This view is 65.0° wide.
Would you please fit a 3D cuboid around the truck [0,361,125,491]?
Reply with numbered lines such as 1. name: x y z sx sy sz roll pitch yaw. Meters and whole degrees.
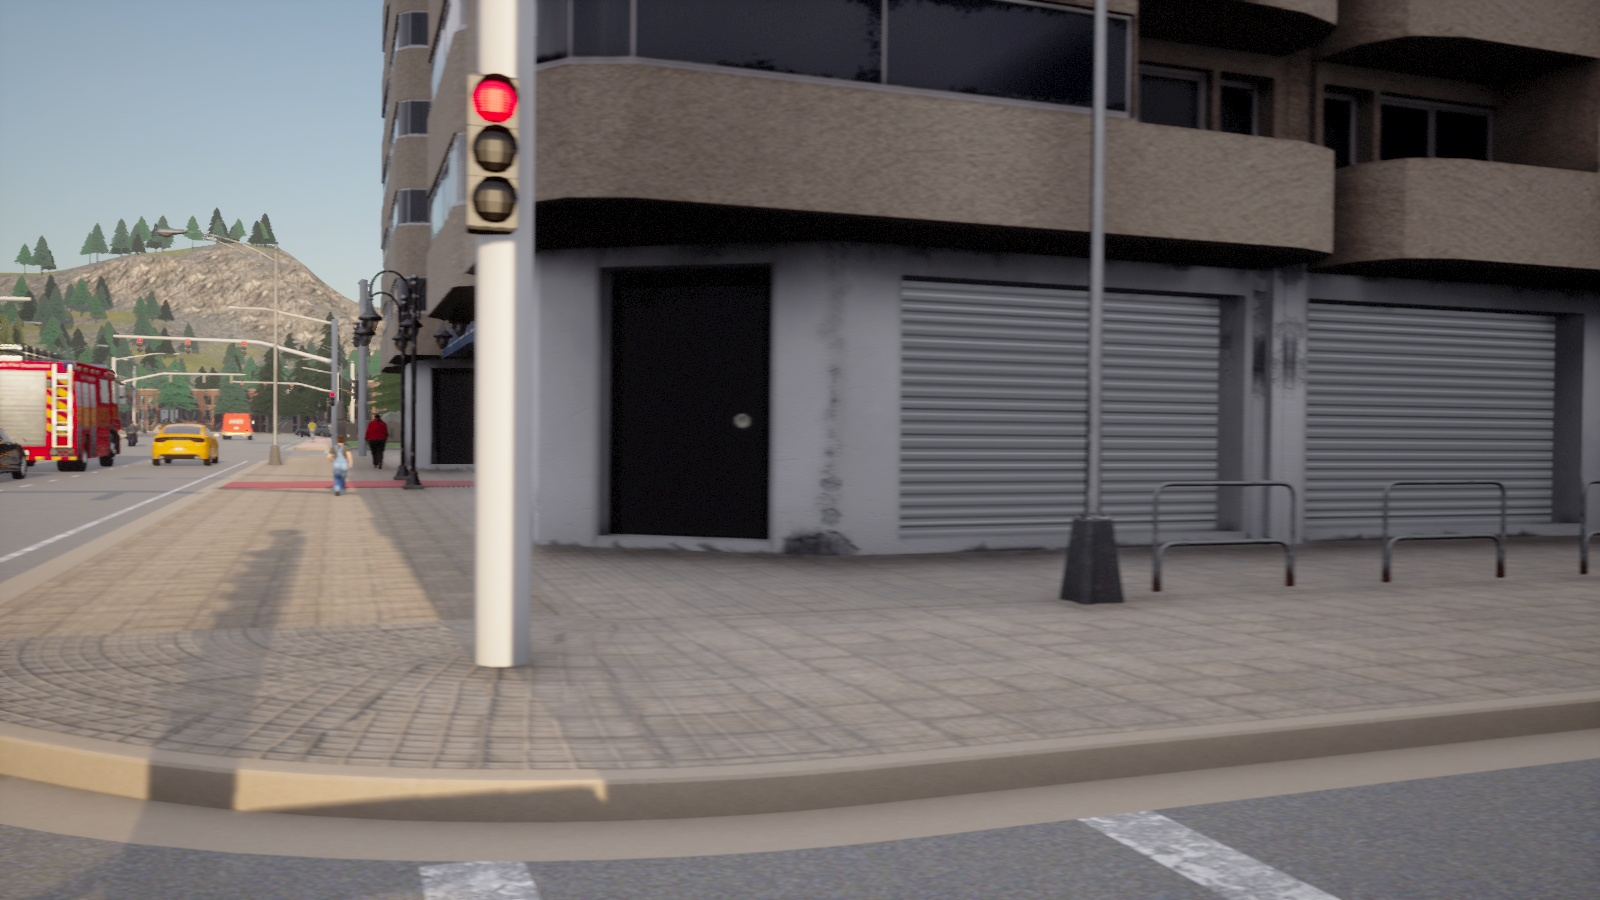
1. truck: -24.420 -0.772 41.104 2.891 3.827 8.468 -1 1 -20

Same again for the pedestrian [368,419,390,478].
1. pedestrian: -13.346 -0.047 39.790 0.634 1.844 0.899 -1 1 -20

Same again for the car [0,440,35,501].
1. car: -20.950 0.513 31.735 1.837 1.490 4.892 -1 1 -20

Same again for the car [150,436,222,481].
1. car: -22.651 0.264 46.479 1.882 1.535 5.008 -1 1 -20

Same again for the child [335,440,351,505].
1. child: -9.002 0.431 24.740 0.270 1.263 0.437 -1 1 -22

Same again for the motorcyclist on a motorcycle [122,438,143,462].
1. motorcyclist on a motorcycle: -42.336 -0.006 79.680 0.866 1.530 2.191 -1 1 -20
